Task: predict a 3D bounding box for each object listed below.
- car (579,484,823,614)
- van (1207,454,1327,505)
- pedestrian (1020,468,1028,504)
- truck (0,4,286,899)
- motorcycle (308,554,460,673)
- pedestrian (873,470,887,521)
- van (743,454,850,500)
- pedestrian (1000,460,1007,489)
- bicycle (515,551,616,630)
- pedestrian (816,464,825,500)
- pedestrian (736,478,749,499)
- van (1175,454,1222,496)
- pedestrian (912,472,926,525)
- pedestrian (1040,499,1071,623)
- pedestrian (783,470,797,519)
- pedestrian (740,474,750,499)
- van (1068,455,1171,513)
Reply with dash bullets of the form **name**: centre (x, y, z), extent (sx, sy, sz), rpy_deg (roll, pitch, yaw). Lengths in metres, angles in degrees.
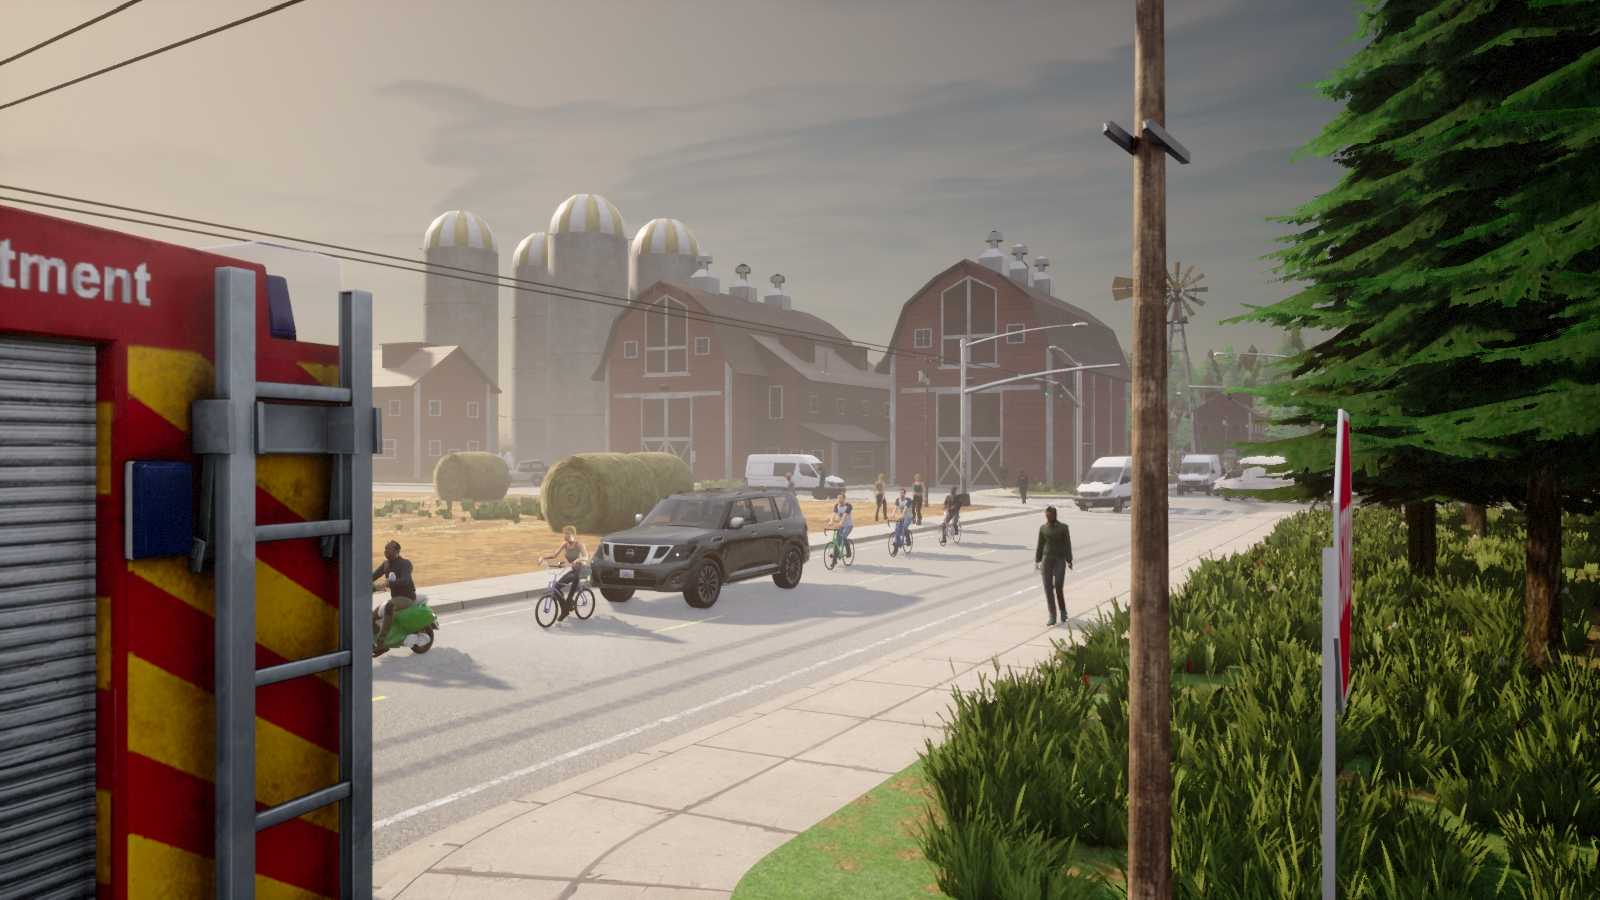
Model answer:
- **car**: centre (-1.733, 1.779, 22.472), extent (2.150, 2.045, 5.566), rpy_deg (0, 0, 27)
- **van**: centre (25.308, 1.521, 62.148), extent (1.988, 2.561, 5.915), rpy_deg (-3, 2, -34)
- **pedestrian**: centre (11.336, 1.823, 57.945), extent (0.375, 1.860, 0.375), rpy_deg (0, 0, 8)
- **truck**: centre (-6.053, 0.867, 3.682), extent (8.468, 3.827, 2.891), rpy_deg (0, 0, 21)
- **motorcycle**: centre (-5.549, 2.142, 15.359), extent (0.856, 1.316, 1.805), rpy_deg (0, 0, 28)
- **pedestrian**: centre (2.992, 1.685, 42.577), extent (0.375, 1.860, 0.375), rpy_deg (0, 0, 32)
- **van**: centre (-0.220, 1.504, 65.696), extent (5.915, 2.561, 1.988), rpy_deg (0, 0, 27)
- **pedestrian**: centre (12.912, 1.550, 72.376), extent (0.375, 1.860, 0.375), rpy_deg (0, 0, 1)
- **bicycle**: centre (-3.808, 2.256, 18.627), extent (0.859, 1.080, 1.487), rpy_deg (0, 0, 28)
- **pedestrian**: centre (1.083, 1.670, 59.468), extent (0.375, 1.860, 0.375), rpy_deg (0, 0, 15)
- **pedestrian**: centre (-3.016, 2.049, 60.426), extent (0.500, 1.100, 0.500), rpy_deg (0, 0, 28)
- **van**: centre (25.715, 1.534, 73.539), extent (1.988, 2.561, 5.915), rpy_deg (0, 0, 28)
- **pedestrian**: centre (4.207, 1.695, 40.319), extent (0.375, 1.860, 0.375), rpy_deg (0, 0, 26)
- **pedestrian**: centre (3.935, 1.696, 17.592), extent (0.375, 1.860, 0.375), rpy_deg (0, 0, 28)
- **pedestrian**: centre (-0.391, 1.677, 43.191), extent (0.375, 1.860, 0.375), rpy_deg (0, 0, -40)
- **pedestrian**: centre (-2.949, 1.951, 61.421), extent (0.375, 1.300, 0.375), rpy_deg (0, 0, 35)
- **van**: centre (14.968, 1.528, 53.266), extent (1.988, 2.561, 5.915), rpy_deg (-1, -1, 44)
